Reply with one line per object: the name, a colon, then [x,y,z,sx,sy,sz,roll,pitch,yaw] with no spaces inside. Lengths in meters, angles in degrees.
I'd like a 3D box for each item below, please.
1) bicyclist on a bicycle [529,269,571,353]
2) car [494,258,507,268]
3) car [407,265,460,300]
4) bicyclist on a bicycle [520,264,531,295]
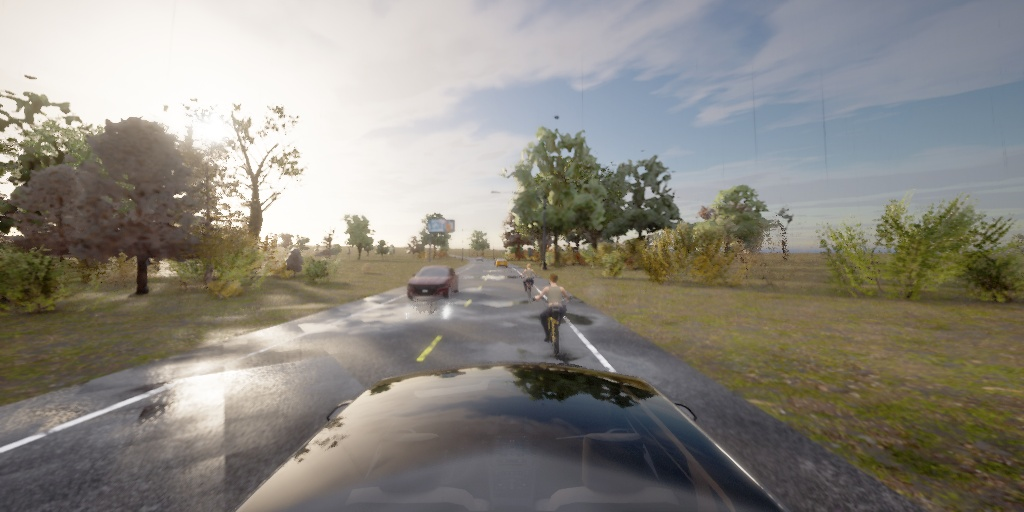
bicyclist on a bicycle: [0.898,1.184,7.829,0.866,1.612,1.509,0,0,0]
car: [-1.799,1.165,61.503,1.882,1.535,5.008,0,0,-3]
car: [-3.765,1.220,17.819,1.882,1.535,5.008,0,0,-1]
bicyclist on a bicycle: [0.813,1.178,17.451,0.866,1.612,1.509,0,0,-1]
